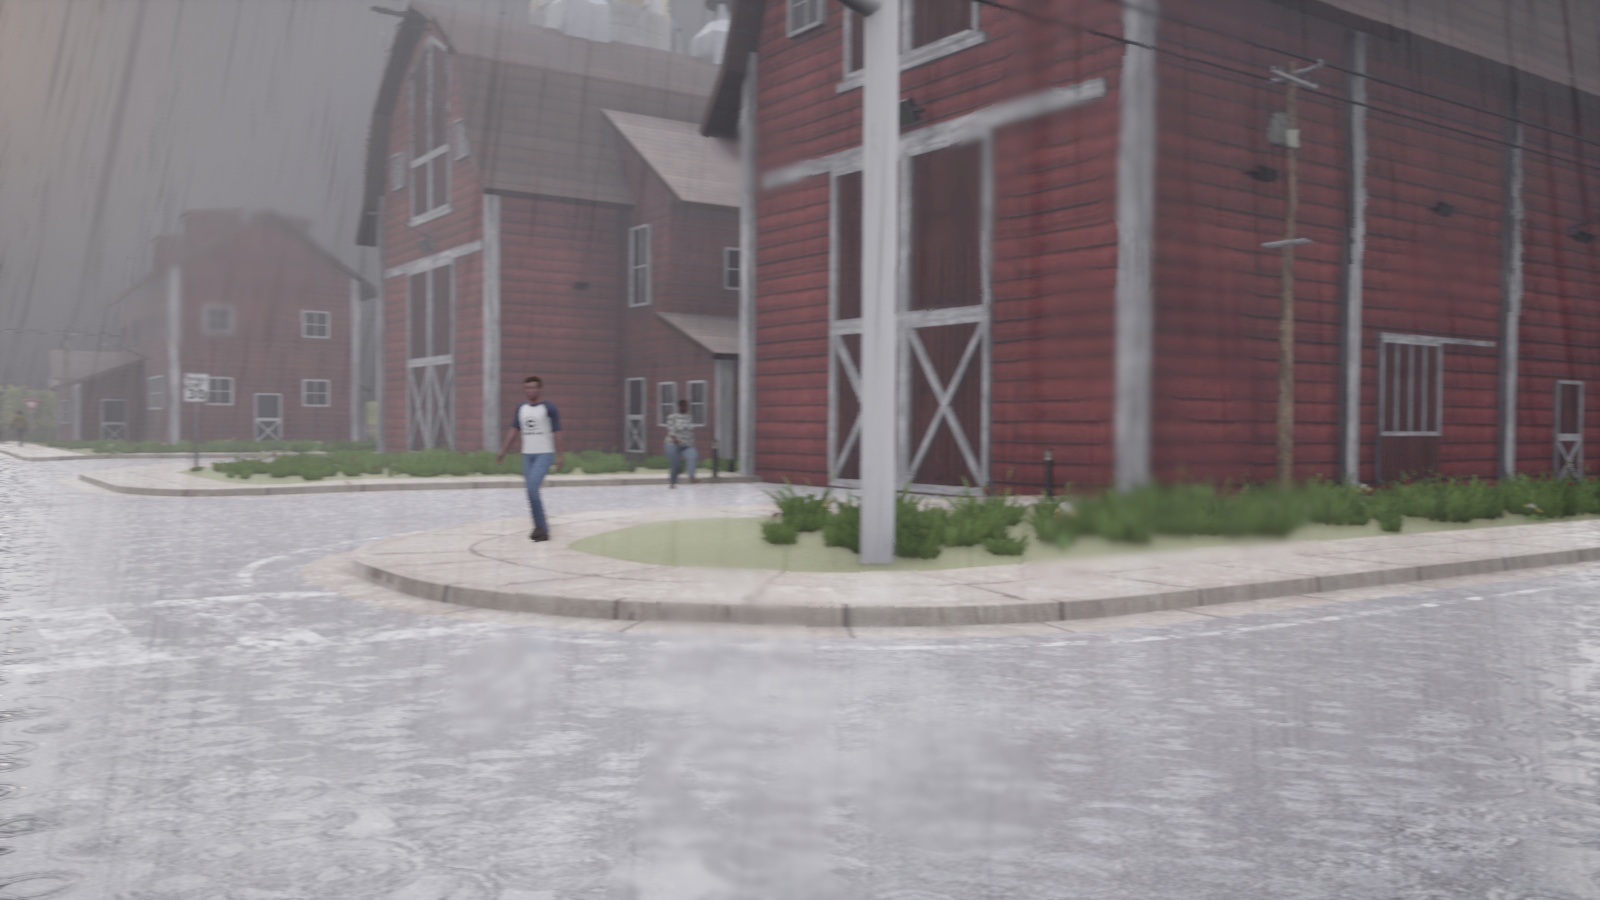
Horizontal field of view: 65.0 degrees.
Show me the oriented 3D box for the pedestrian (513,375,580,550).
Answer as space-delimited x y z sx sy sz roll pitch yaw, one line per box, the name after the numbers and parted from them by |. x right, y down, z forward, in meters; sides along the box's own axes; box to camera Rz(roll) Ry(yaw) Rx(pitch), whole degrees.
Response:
-2.739 0.128 13.605 0.354 1.836 0.706 0 1 22 | pedestrian

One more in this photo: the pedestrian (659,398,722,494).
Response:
-2.173 -0.088 24.891 0.874 1.855 0.900 -1 1 -35 | pedestrian

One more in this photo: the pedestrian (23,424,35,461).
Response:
-38.117 -0.379 62.086 0.431 1.840 0.709 -1 1 -36 | pedestrian
